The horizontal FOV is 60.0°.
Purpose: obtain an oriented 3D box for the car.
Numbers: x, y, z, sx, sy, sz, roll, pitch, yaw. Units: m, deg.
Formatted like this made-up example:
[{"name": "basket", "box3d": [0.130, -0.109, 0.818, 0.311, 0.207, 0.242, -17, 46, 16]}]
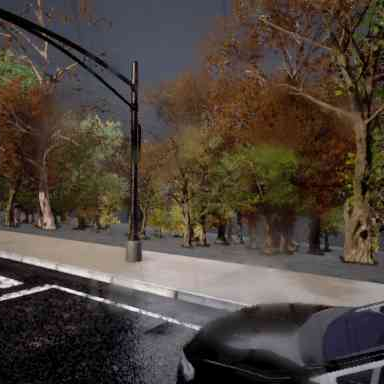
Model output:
[{"name": "car", "box3d": [2.078, 1.492, 2.202, 4.902, 1.511, 2.128, 0, 0, 36]}]
